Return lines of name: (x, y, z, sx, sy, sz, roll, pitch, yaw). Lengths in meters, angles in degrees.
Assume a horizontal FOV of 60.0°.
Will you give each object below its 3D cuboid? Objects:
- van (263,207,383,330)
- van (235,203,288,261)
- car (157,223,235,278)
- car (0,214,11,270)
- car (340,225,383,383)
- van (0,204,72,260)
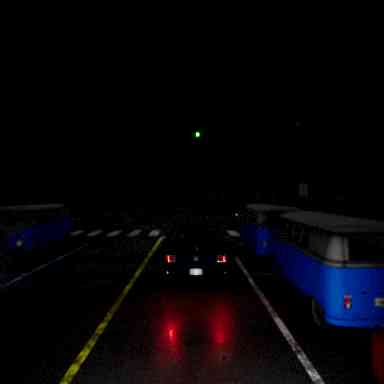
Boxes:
van: (2.762, 1.340, 6.619, 1.690, 1.788, 3.998, 0, 0, 0)
van: (2.763, 1.339, 12.057, 1.690, 1.788, 3.998, 0, 0, 0)
car: (0.101, 1.599, 10.089, 1.895, 1.301, 4.718, 0, 0, 0)
car: (-5.763, 1.439, 6.620, 1.967, 1.590, 4.097, 0, 0, 0)
car: (2.761, 1.315, 1.182, 2.192, 1.841, 5.009, 0, 0, 0)
van: (-5.762, 1.339, 12.058, 1.690, 1.788, 3.998, 0, 0, 0)
